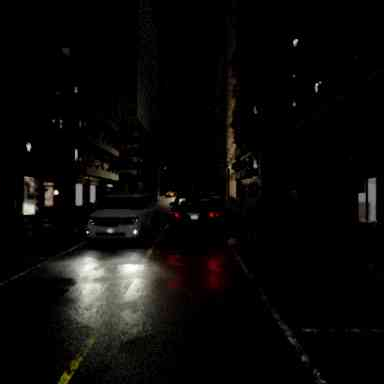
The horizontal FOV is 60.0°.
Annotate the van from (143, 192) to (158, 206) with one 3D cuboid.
[{"bbox_3d":[-5.808,0.921,47.039,1.690,1.788,3.998,1,1,0],"label":"van"}]

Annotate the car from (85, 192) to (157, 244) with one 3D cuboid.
[{"bbox_3d":[-3.100,1.083,15.348,2.150,2.045,5.566,0,1,0],"label":"car"}]

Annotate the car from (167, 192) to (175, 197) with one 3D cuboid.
[{"bbox_3d":[-5.676,0.772,90.681,1.802,1.307,4.206,1,1,0],"label":"car"}]

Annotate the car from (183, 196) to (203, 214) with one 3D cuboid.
[{"bbox_3d":[0.097,1.215,32.421,1.837,1.490,4.892,0,0,0],"label":"car"}]

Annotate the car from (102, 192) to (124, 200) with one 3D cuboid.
[{"bbox_3d":[-16.490,0.875,69.686,4.097,1.590,1.967,0,-1,0],"label":"car"}]

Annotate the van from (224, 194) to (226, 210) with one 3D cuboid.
[{"bbox_3d":[2.709,1.019,36.011,1.690,1.788,3.998,1,1,0],"label":"van"}]

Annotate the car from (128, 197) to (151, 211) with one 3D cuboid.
[{"bbox_3d":[-5.643,1.261,35.961,1.802,1.307,4.206,1,1,0],"label":"car"}]

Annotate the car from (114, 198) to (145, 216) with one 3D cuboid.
[{"bbox_3d":[-5.643,1.279,30.420,2.008,1.369,4.403,1,1,0],"label":"car"}]

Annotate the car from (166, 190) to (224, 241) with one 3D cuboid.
[{"bbox_3d":[0.097,1.078,15.924,2.150,2.045,5.566,0,0,0],"label":"car"}]
